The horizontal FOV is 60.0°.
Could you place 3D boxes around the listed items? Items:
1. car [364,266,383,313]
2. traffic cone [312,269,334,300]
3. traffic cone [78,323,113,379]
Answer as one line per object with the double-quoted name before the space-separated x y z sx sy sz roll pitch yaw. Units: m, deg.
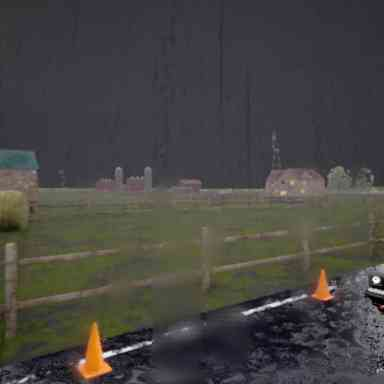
"car" 5.347 1.602 6.427 4.718 1.301 1.895 0 0 -36
"traffic cone" 2.821 1.964 7.162 0.340 0.580 0.340 0 0 -36
"traffic cone" -1.236 1.966 4.239 0.340 0.580 0.340 0 0 -36
